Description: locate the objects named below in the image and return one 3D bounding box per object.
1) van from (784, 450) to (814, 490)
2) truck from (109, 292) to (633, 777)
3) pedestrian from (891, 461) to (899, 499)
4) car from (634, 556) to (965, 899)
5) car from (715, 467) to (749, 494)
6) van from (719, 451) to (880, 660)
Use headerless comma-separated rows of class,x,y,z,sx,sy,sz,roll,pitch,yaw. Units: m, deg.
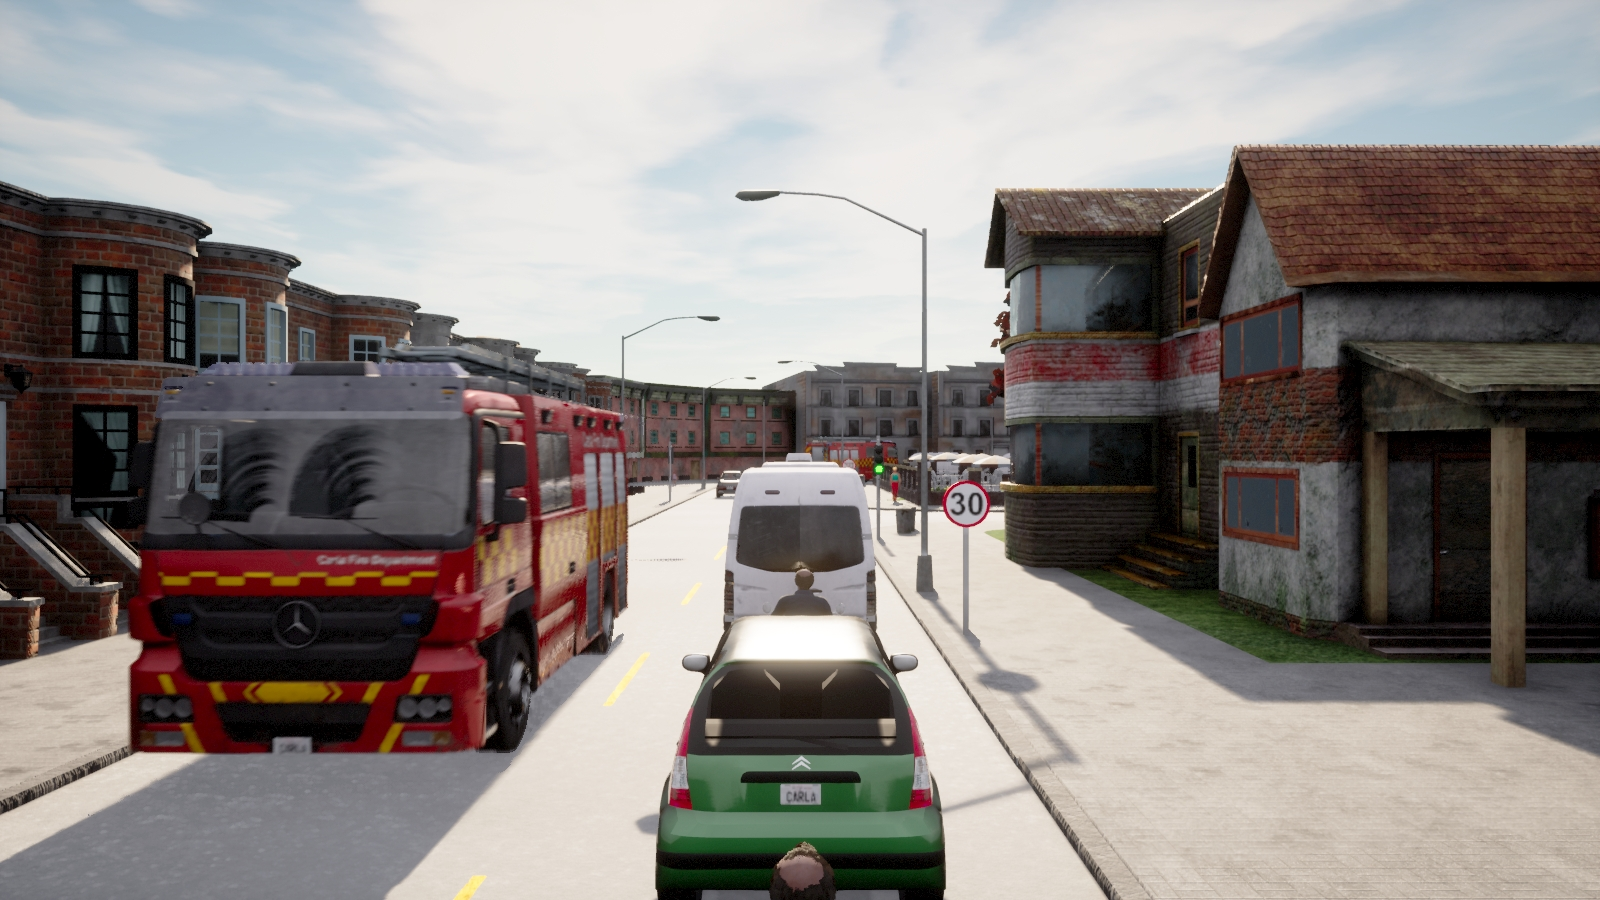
van,-0.059,1.286,76.777,1.988,2.561,5.915,0,0,0
truck,-4.005,0.665,13.252,2.891,3.827,8.468,0,0,0
pedestrian,4.720,1.494,56.737,0.375,1.860,0.375,0,0,7
car,-0.003,1.776,8.384,1.851,1.617,3.988,0,0,0
car,-4.014,1.781,67.520,1.789,1.549,3.705,0,0,0
van,-0.006,1.308,17.043,1.988,2.561,5.915,0,0,0
